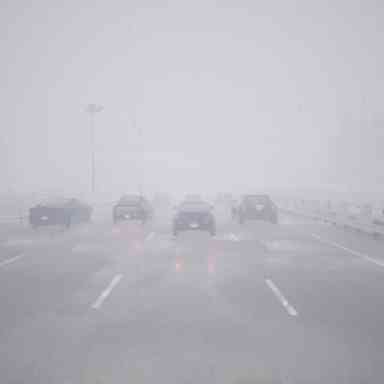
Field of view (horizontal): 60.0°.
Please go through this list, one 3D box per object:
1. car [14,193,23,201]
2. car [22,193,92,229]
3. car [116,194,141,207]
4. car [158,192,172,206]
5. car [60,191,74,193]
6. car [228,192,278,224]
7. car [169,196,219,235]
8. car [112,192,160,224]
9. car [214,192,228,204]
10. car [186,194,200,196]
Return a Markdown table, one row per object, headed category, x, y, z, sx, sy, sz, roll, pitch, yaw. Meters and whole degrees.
| category | x | y | z | sx | sy | sz | roll | pitch | yaw |
| --- | --- | --- | --- | --- | --- | --- | --- | --- | --- |
| car | -24.522 | 0.619 | 49.903 | 1.882 | 1.535 | 5.008 | 0 | 0 | 0 |
| car | -6.907 | 1.023 | 18.045 | 1.882 | 1.535 | 5.008 | 0 | 1 | 0 |
| car | -6.915 | 0.873 | 36.680 | 1.895 | 1.301 | 4.718 | 0 | 1 | 0 |
| car | -3.415 | 0.751 | 37.894 | 2.128 | 1.511 | 4.902 | 0 | 1 | 0 |
| car | -17.520 | 0.647 | 50.090 | 1.882 | 1.535 | 5.008 | 0 | 1 | 0 |
| car | 3.592 | 0.861 | 19.879 | 2.097 | 1.767 | 4.553 | 0 | 1 | 0 |
| car | 0.078 | 1.120 | 15.694 | 1.812 | 1.442 | 4.674 | 0 | 1 | 0 |
| car | -3.408 | 1.002 | 19.846 | 2.128 | 1.511 | 4.902 | 0 | 1 | 0 |
| car | 3.585 | 0.751 | 37.886 | 2.128 | 1.511 | 4.902 | 0 | 1 | 0 |
| car | 0.086 | 0.860 | 33.041 | 2.033 | 1.411 | 5.357 | 0 | 1 | 0 |
